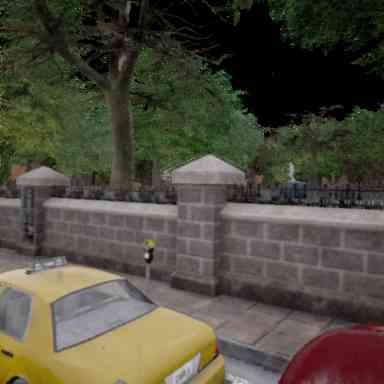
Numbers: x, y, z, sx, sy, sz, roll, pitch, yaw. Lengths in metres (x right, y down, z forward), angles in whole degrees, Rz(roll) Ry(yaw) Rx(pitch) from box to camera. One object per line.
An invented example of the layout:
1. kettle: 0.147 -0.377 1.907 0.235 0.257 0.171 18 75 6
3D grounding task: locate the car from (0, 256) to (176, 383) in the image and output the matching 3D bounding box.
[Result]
1. car: -1.955 1.499 4.187 4.829 1.417 1.752 0 1 36

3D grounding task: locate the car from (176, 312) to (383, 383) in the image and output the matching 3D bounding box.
1. car: 2.620 1.328 0.919 5.009 1.841 2.192 0 1 36
